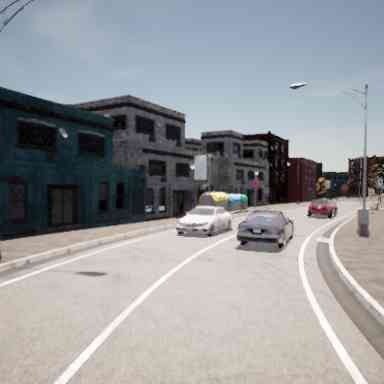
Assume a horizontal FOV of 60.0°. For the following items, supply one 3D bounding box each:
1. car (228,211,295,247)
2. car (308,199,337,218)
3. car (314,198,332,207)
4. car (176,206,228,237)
[{"bbox_3d":[3.484,1.553,15.140,2.033,1.411,5.357,1,0,23],"label":"car"},{"bbox_3d":[12.477,1.431,31.644,2.097,1.767,4.553,1,0,30],"label":"car"},{"bbox_3d":[21.141,1.710,53.440,1.895,1.301,4.718,1,0,31],"label":"car"},{"bbox_3d":[0.792,1.476,17.908,1.812,1.442,4.674,1,0,24],"label":"car"}]
